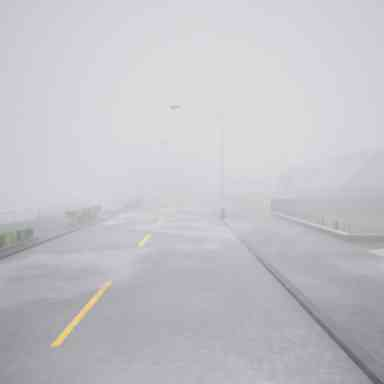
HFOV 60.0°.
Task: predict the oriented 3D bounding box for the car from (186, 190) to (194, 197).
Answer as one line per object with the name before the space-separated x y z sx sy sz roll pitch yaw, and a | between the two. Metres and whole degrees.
car | -0.604 0.419 86.073 1.882 1.535 5.008 0 1 0
